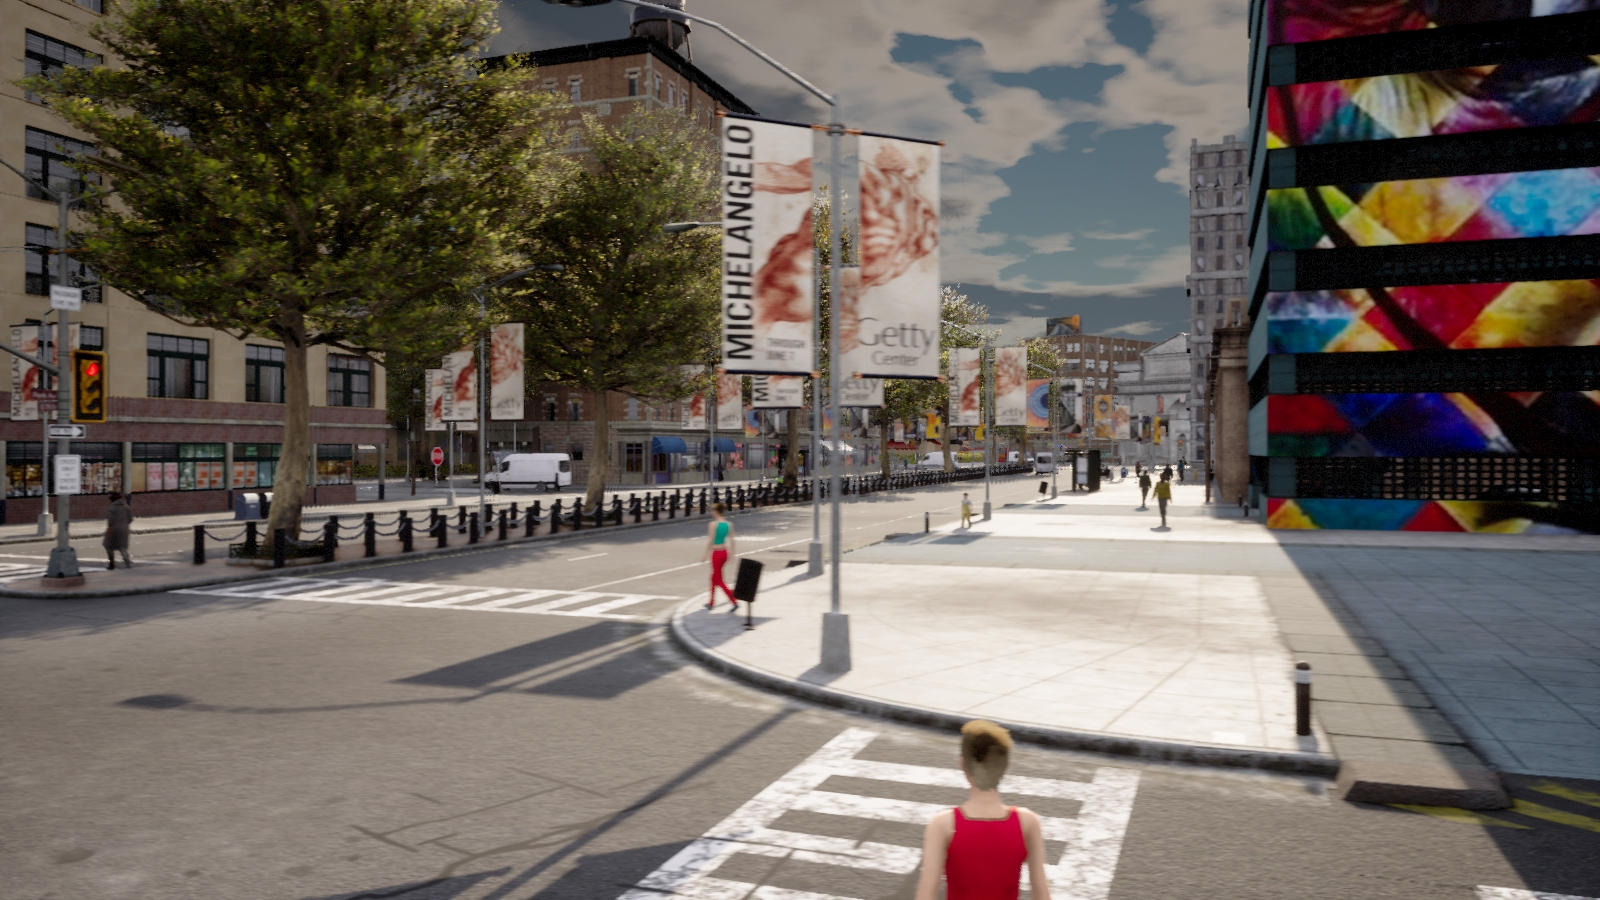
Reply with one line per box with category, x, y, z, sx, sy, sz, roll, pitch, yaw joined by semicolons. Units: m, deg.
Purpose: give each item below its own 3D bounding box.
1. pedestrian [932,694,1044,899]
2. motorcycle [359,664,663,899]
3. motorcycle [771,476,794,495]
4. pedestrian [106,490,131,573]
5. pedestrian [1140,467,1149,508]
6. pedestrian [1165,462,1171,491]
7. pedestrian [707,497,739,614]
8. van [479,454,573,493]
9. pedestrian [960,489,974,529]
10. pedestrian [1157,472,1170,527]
pedestrian;0.666;1.848;4.081;0.375;1.860;0.375;0;0;8
motorcycle;-1.920;2.180;7.646;1.805;1.236;0.856;0;0;20
motorcycle;-1.083;2.204;71.117;0.803;1.145;2.033;0;0;20
pedestrian;-15.540;1.841;26.053;0.375;1.860;0.375;0;0;33
pedestrian;15.721;1.694;52.167;0.375;1.860;0.375;0;0;22
pedestrian;23.841;1.694;74.058;0.375;1.860;0.375;0;0;20
pedestrian;-1.247;1.695;18.511;0.375;1.860;0.375;0;0;-43
van;-18.241;1.519;76.068;5.915;2.561;1.988;0;0;16
pedestrian;5.572;1.973;38.186;0.375;1.300;0.375;0;0;27
pedestrian;12.451;1.695;39.126;0.375;1.860;0.375;0;0;31
